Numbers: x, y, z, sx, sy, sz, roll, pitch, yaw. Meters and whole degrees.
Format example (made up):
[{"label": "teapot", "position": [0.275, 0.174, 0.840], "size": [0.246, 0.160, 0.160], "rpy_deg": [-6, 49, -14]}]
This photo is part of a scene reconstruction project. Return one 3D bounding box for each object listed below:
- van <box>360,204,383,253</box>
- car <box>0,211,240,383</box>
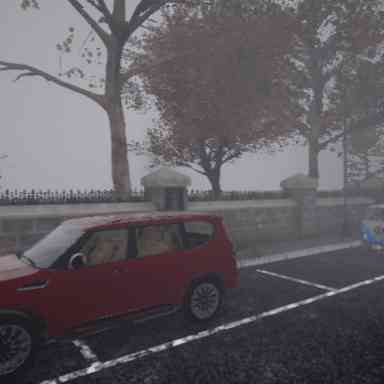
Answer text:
[{"label": "van", "position": [7.742, 1.287, 12.086], "size": [3.998, 1.788, 1.690], "rpy_deg": [0, 0, -36]}, {"label": "car", "position": [-1.423, 1.307, 5.545], "size": [5.009, 1.841, 2.192], "rpy_deg": [0, 0, -36]}]
